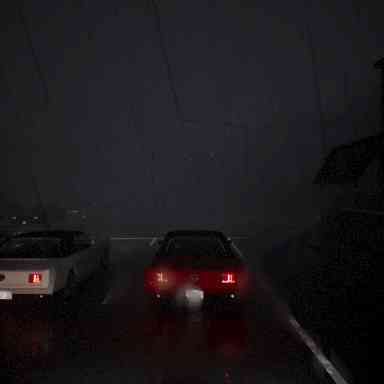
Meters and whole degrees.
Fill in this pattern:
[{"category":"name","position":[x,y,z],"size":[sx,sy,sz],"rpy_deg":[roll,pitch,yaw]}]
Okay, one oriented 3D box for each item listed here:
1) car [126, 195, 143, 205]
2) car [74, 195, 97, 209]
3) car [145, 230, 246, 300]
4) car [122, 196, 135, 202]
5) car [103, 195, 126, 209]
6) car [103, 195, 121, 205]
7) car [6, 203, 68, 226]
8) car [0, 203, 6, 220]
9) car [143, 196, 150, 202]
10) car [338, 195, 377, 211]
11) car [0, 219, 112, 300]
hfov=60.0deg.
[{"category":"car","position":[-10.580,1.351,58.843],"size":[2.097,1.767,4.553],"rpy_deg":[0,0,0]},{"category":"car","position":[-14.104,1.488,44.213],"size":[2.128,1.511,4.902],"rpy_deg":[0,0,0]},{"category":"car","position":[0.077,1.601,8.323],"size":[1.895,1.301,4.718],"rpy_deg":[0,0,0]},{"category":"car","position":[-14.009,1.551,73.283],"size":[1.994,1.385,4.181],"rpy_deg":[0,0,0]},{"category":"car","position":[-10.600,1.526,44.993],"size":[1.812,1.442,4.674],"rpy_deg":[0,0,0]},{"category":"car","position":[-14.081,1.351,58.691],"size":[2.097,1.767,4.553],"rpy_deg":[0,0,0]},{"category":"car","position":[-10.603,1.547,23.683],"size":[2.033,1.411,5.357],"rpy_deg":[0,0,0]},{"category":"car","position":[-14.103,1.564,25.926],"size":[1.994,1.385,4.181],"rpy_deg":[0,0,0]},{"category":"car","position":[-10.509,1.539,73.391],"size":[1.994,1.385,4.181],"rpy_deg":[0,0,0]},{"category":"car","position":[14.158,1.057,28.512],"size":[4.181,1.385,1.994],"rpy_deg":[-14,0,-1]},{"category":"car","position":[-3.424,1.601,8.305],"size":[1.895,1.301,4.718],"rpy_deg":[0,0,0]}]
